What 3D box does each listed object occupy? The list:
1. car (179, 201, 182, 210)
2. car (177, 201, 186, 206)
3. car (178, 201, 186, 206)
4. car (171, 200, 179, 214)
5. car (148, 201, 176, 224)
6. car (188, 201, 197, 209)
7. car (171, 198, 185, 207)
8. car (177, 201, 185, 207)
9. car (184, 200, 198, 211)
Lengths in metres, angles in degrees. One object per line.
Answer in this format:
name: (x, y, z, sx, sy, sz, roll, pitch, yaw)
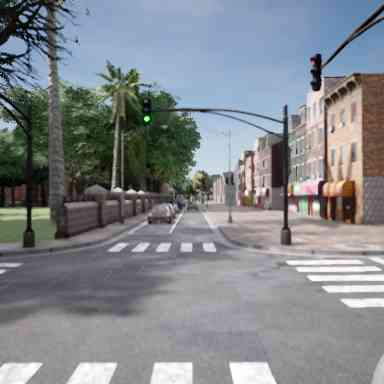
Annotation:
car: (-2.634, 2.268, 45.393, 1.802, 1.307, 4.206, 0, -1, 0)
car: (-2.628, 2.964, 85.207, 2.008, 1.369, 4.403, -1, -1, 0)
car: (-2.627, 3.092, 90.894, 1.947, 1.339, 4.313, -1, -1, 0)
car: (-2.635, 1.939, 34.018, 1.967, 1.590, 4.097, 0, -1, 0)
car: (-2.637, 1.850, 28.331, 1.967, 1.590, 4.097, 0, -1, 0)
car: (0.114, 2.554, 67.406, 1.882, 1.535, 5.008, 0, -1, 0)
car: (-2.969, 2.205, 61.965, 2.150, 2.045, 5.566, 0, -1, 0)
car: (-2.629, 2.848, 79.519, 1.887, 1.381, 4.507, 0, -1, 0)
car: (0.109, 2.441, 57.377, 2.033, 1.411, 5.357, 0, -1, -1)
